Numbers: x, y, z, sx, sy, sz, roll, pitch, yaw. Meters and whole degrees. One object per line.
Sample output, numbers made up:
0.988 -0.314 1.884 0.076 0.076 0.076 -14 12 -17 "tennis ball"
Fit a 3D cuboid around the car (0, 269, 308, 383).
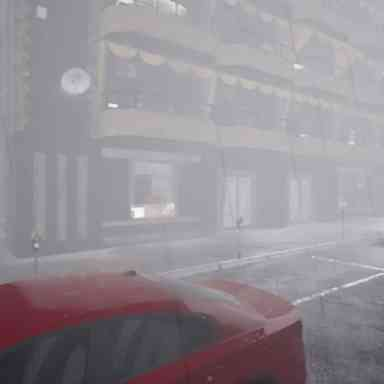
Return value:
-1.223 1.473 2.506 5.008 1.535 1.882 -1 0 -36 "car"
